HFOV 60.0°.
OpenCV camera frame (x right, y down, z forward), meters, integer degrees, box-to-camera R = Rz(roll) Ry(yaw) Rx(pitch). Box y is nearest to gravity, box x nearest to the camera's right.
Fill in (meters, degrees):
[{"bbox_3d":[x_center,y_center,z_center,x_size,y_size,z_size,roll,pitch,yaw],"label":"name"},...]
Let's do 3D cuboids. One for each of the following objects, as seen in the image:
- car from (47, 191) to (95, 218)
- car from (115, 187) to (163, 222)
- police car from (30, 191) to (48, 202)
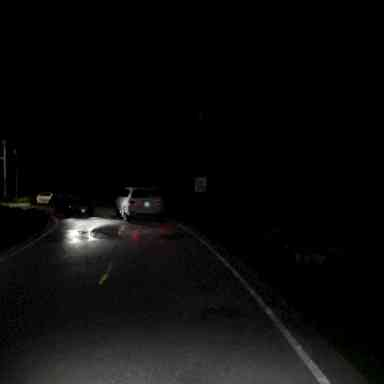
[{"bbox_3d":[-8.379,0.900,23.499,2.128,1.511,4.902,-1,2,-34],"label":"car"},{"bbox_3d":[-3.498,0.682,21.325,2.150,2.045,5.566,-1,2,-21],"label":"car"},{"bbox_3d":[-14.604,0.652,34.060,4.974,1.542,2.038,1,2,32],"label":"police car"}]
